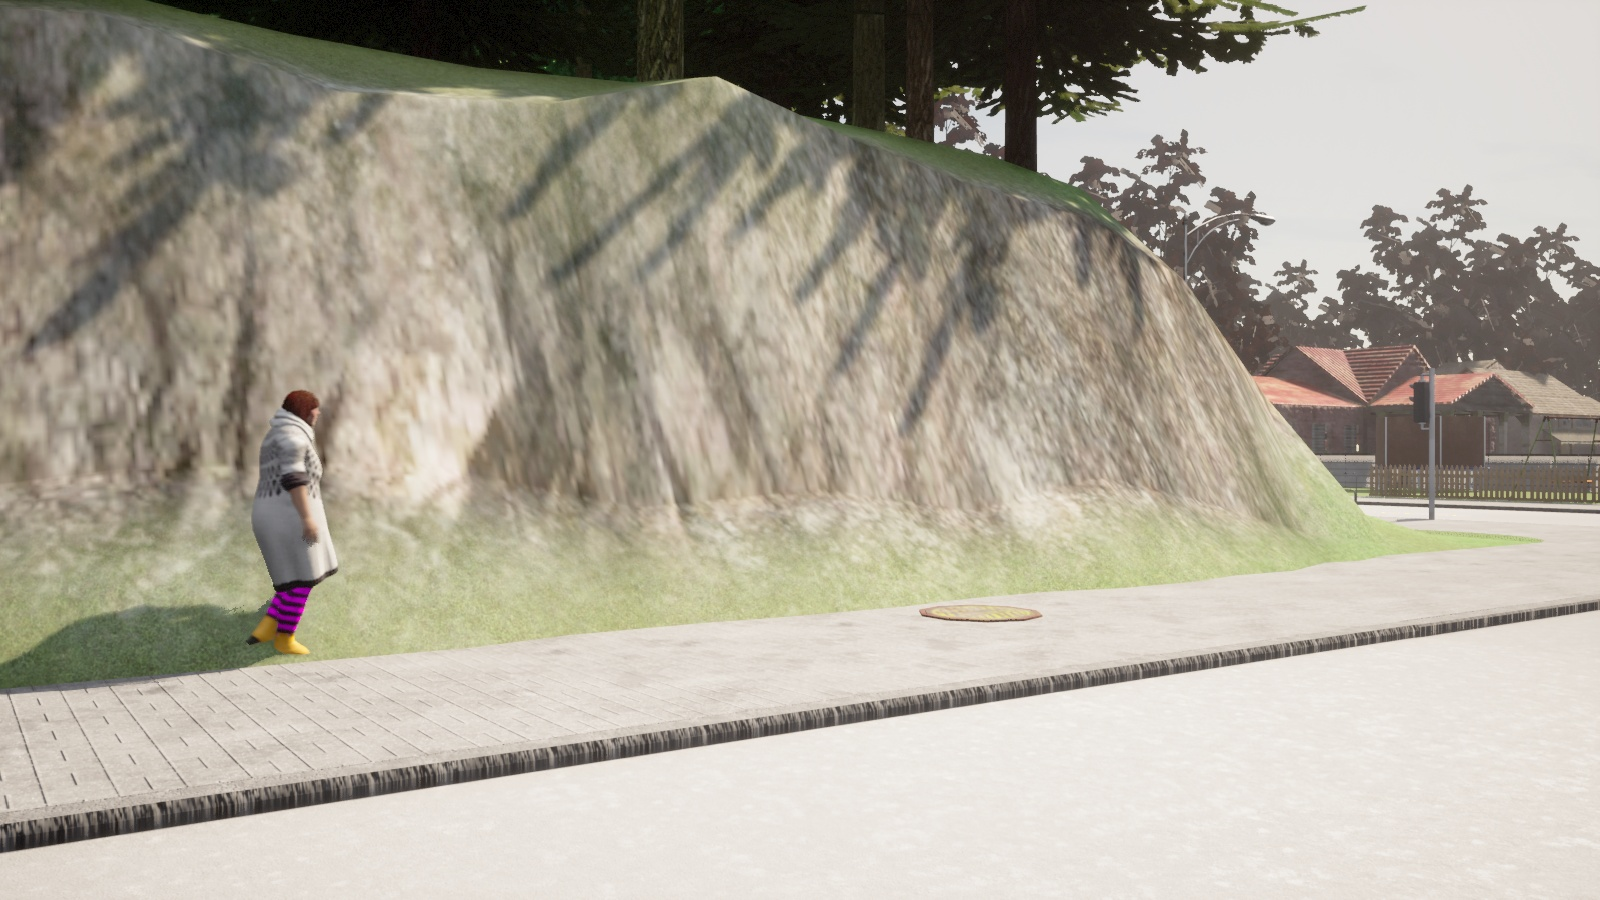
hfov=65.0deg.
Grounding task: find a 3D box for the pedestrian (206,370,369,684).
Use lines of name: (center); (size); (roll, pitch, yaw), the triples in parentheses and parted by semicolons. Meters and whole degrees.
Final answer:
pedestrian: (-3.399, 0.482, 8.328); (0.873, 1.952, 0.659); (0, 0, -35)
